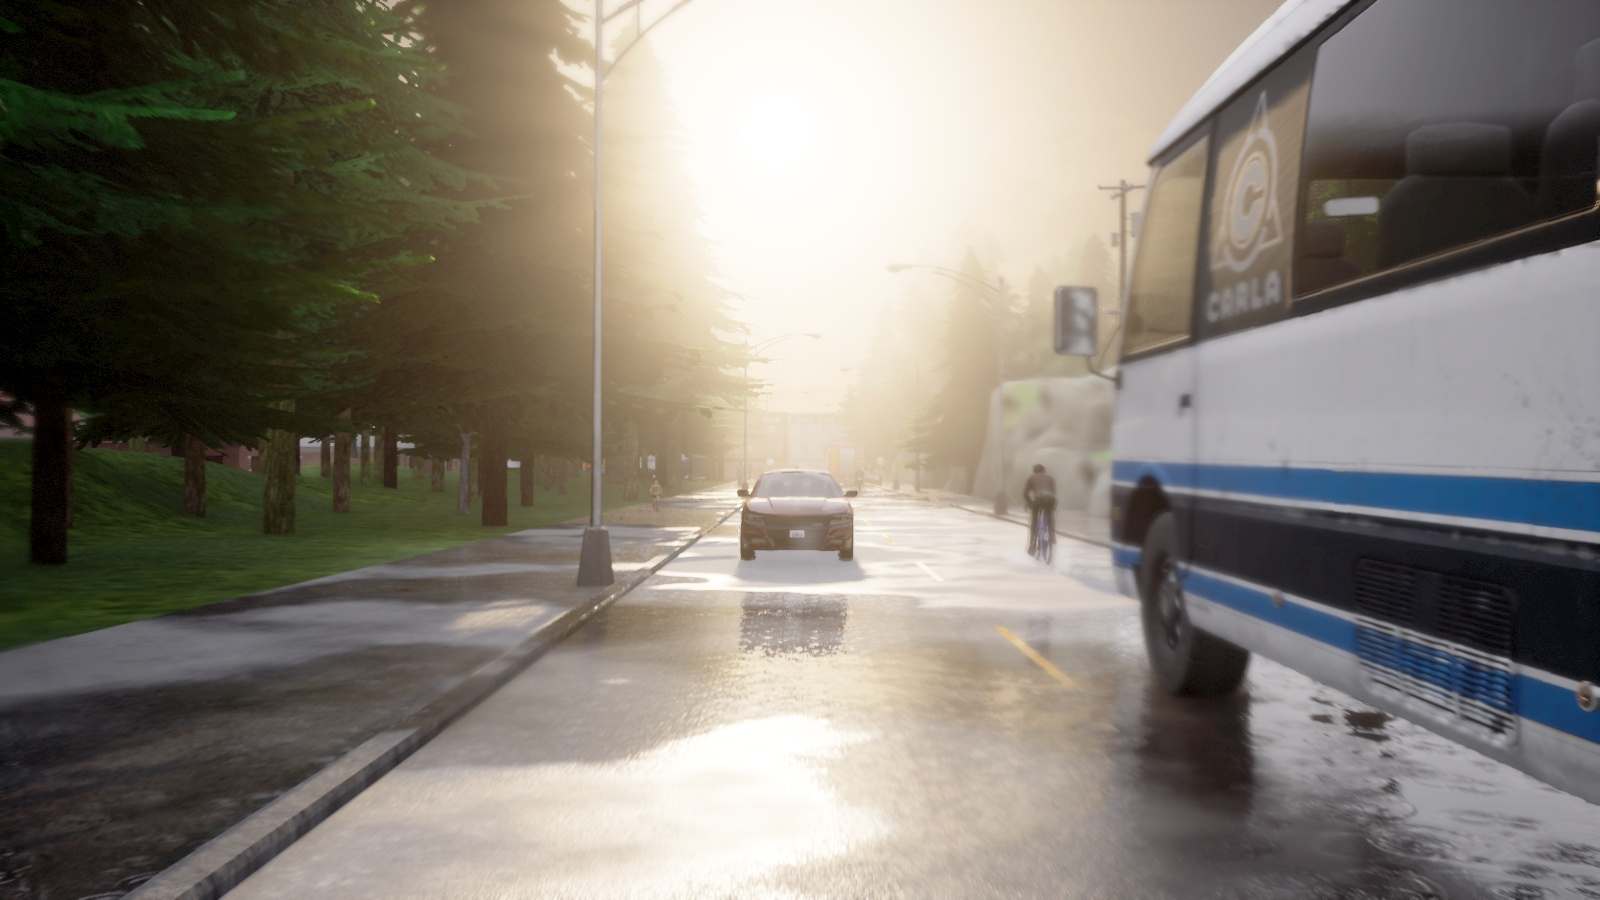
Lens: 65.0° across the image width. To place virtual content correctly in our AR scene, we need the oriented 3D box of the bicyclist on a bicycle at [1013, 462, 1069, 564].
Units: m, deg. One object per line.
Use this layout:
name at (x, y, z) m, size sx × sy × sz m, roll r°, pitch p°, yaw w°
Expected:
bicyclist on a bicycle at (3.954, 1.016, 20.700) m, size 0.582 × 1.620 × 1.656 m, roll 0°, pitch -1°, yaw 0°

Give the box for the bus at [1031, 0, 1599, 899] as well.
bus at (3.987, -0.508, 5.744) m, size 3.944 × 4.253 × 10.273 m, roll 0°, pitch 0°, yaw 0°

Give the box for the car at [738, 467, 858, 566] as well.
car at (-0.037, 1.076, 22.197) m, size 1.882 × 1.535 × 5.008 m, roll 0°, pitch -1°, yaw 0°

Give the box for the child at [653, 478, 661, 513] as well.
child at (-4.559, 1.439, 40.034) m, size 0.255 × 1.110 × 0.394 m, roll 0°, pitch -1°, yaw -4°
